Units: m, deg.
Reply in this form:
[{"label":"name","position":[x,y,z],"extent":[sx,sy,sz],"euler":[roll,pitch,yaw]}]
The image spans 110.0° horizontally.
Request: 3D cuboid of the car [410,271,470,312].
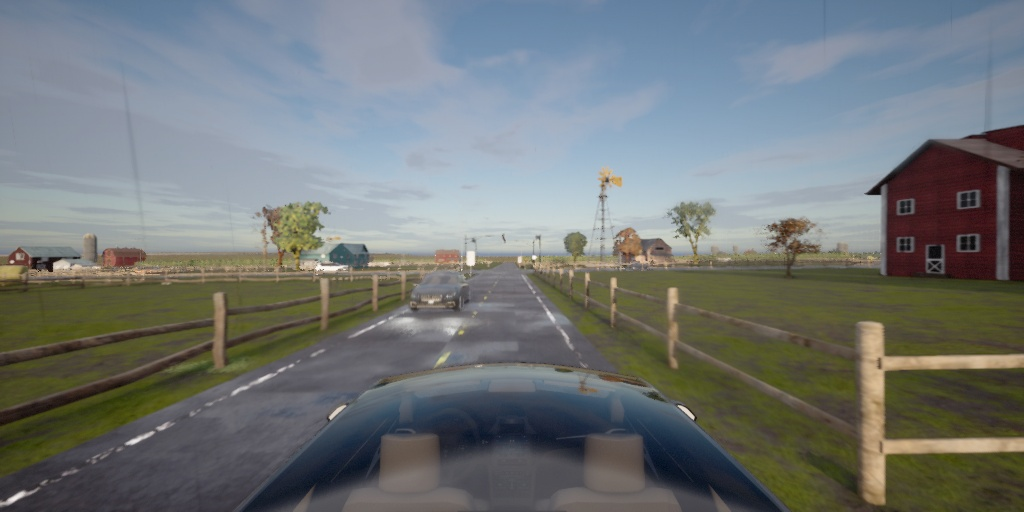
[{"label":"car","position":[-2.856,1.402,15.071],"extent":[1.837,1.490,4.892],"euler":[0,-1,0]}]
